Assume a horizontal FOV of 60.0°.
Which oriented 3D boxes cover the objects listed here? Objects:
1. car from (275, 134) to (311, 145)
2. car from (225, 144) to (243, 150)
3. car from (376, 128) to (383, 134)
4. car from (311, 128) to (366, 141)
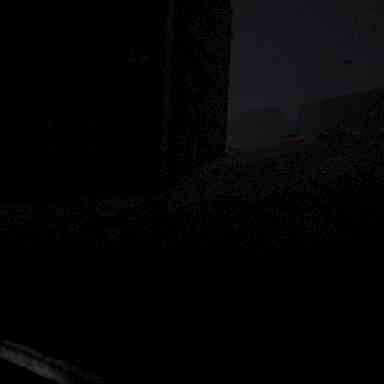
[{"bbox_3d":[11.094,-5.364,35.548,2.185,1.767,4.553,1,2,-31],"label":"car"},{"bbox_3d":[5.448,-5.691,45.004,2.231,1.521,4.892,1,2,-31],"label":"car"},{"bbox_3d":[16.819,-4.722,25.946,2.002,1.452,4.674,1,2,-31],"label":"car"},{"bbox_3d":[13.920,-5.131,30.811,2.185,1.767,4.553,1,2,-31],"label":"car"}]
